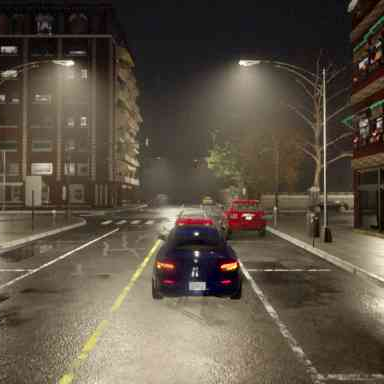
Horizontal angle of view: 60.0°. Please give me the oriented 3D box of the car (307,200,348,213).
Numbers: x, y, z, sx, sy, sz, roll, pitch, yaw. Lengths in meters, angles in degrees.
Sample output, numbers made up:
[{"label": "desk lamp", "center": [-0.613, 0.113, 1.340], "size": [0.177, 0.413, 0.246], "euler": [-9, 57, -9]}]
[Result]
[{"label": "car", "center": [15.206, 1.609, 37.247], "size": [4.313, 1.339, 1.947], "euler": [0, -1, 1]}]

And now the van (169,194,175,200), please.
[{"label": "van", "center": [-5.691, 1.422, 95.017], "size": [1.690, 1.788, 3.998], "euler": [1, 0, 0]}]

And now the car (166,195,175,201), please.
[{"label": "car", "center": [-5.694, 1.624, 89.479], "size": [2.008, 1.369, 4.403], "euler": [1, 0, 0]}]

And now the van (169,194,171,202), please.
[{"label": "van", "center": [-5.685, 1.389, 67.324], "size": [1.690, 1.788, 3.998], "euler": [1, 0, 0]}]

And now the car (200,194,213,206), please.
[{"label": "car", "center": [2.693, 1.563, 56.413], "size": [1.752, 1.417, 4.829], "euler": [1, 0, 0]}]

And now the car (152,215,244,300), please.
[{"label": "car", "center": [0.100, 1.529, 8.281], "size": [1.812, 1.442, 4.674], "euler": [0, 0, 0]}]

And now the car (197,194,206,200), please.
[{"label": "car", "center": [2.690, 1.396, 95.009], "size": [2.192, 1.841, 5.009], "euler": [1, 0, 0]}]

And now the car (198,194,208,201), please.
[{"label": "car", "center": [2.692, 1.382, 83.933], "size": [2.192, 1.841, 5.009], "euler": [1, 0, 0]}]

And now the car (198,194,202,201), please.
[{"label": "car", "center": [2.690, 1.604, 72.856], "size": [2.008, 1.369, 4.403], "euler": [1, 0, 0]}]

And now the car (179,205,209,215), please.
[{"label": "car", "center": [0.097, 1.609, 18.025], "size": [1.895, 1.301, 4.718], "euler": [0, 0, 0]}]

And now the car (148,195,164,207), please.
[{"label": "car", "center": [-5.686, 1.614, 50.709], "size": [1.802, 1.307, 4.206], "euler": [1, 0, 0]}]

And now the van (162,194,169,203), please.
[{"label": "van", "center": [-5.684, 1.383, 61.786], "size": [1.690, 1.788, 3.998], "euler": [1, 0, 0]}]

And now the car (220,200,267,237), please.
[{"label": "car", "center": [2.705, 1.323, 18.212], "size": [2.192, 1.841, 5.009], "euler": [1, 0, 0]}]

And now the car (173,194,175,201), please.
[{"label": "car", "center": [-5.691, 1.611, 78.402], "size": [2.008, 1.369, 4.403], "euler": [1, 0, 0]}]

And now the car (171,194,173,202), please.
[{"label": "car", "center": [-5.690, 1.635, 72.863], "size": [1.802, 1.307, 4.206], "euler": [1, 0, 0]}]

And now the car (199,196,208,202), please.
[{"label": "car", "center": [2.688, 1.626, 78.395], "size": [1.947, 1.339, 4.313], "euler": [1, 0, 0]}]

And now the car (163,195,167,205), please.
[{"label": "car", "center": [-5.688, 1.619, 56.246], "size": [1.802, 1.307, 4.206], "euler": [1, 0, 0]}]
